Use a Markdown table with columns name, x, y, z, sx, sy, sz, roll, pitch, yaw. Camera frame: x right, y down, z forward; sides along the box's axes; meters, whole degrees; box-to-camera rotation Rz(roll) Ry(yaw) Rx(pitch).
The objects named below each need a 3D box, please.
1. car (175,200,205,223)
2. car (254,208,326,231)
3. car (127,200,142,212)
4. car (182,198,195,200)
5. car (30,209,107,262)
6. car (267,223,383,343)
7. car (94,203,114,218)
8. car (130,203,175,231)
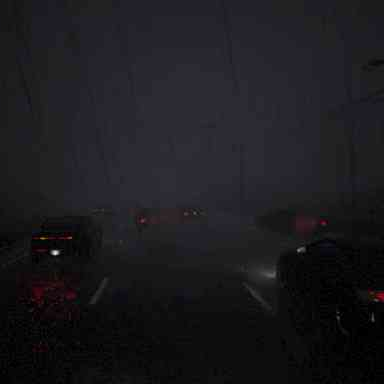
| name | x | y | z | sx | sy | sz | roll | pitch | yaw |
| --- | --- | --- | --- | --- | --- | --- | --- | --- | --- |
| car | -0.357 | 1.689 | 27.425 | 2.033 | 1.411 | 5.357 | 0 | 0 | -13 |
| car | 5.216 | 1.593 | 18.203 | 2.033 | 1.411 | 5.357 | 0 | 0 | -12 |
| car | -7.529 | 1.763 | 43.407 | 1.882 | 1.535 | 5.008 | 0 | 0 | -12 |
| car | -0.646 | 1.582 | 44.706 | 2.097 | 1.767 | 4.553 | 0 | 0 | -13 |
| car | -4.573 | 1.611 | 12.648 | 1.837 | 1.490 | 4.892 | 0 | 0 | -8 |
| car | 3.145 | 1.569 | 6.513 | 1.994 | 1.385 | 4.181 | 0 | 0 | -4 |
| car | -8.901 | 1.796 | 33.482 | 2.033 | 1.411 | 5.357 | 0 | 0 | -13 |
| car | -2.712 | 1.681 | 21.545 | 2.033 | 1.411 | 5.357 | 0 | 0 | -13 |
